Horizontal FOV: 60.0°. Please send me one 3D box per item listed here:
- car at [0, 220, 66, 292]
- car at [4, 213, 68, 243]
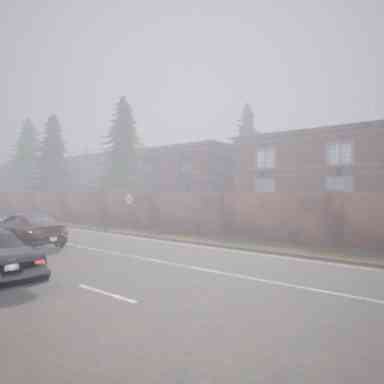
[{"bbox_3d":[-5.621,1.581,8.415,5.357,1.411,2.033,0,-1,40],"label":"car"},{"bbox_3d":[-7.059,1.610,14.166,4.674,1.442,1.812,0,-1,40],"label":"car"}]
